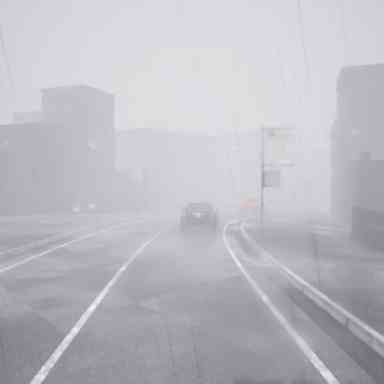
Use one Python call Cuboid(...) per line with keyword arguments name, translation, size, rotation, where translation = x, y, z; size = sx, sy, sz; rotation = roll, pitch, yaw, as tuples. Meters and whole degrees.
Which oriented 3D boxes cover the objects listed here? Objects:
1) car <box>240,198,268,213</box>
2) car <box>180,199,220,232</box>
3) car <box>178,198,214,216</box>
Cuboid(name="car", translation=(7.497, 1.528, 39.842), size=(2.097, 1.767, 4.553), rotation=(3, 1, 30))
Cuboid(name="car", translation=(0.602, 1.384, 20.731), size=(2.097, 1.767, 4.553), rotation=(0, 0, 7))
Cuboid(name="car", translation=(0.538, 1.484, 34.403), size=(1.882, 1.535, 5.008), rotation=(1, 0, 24))
